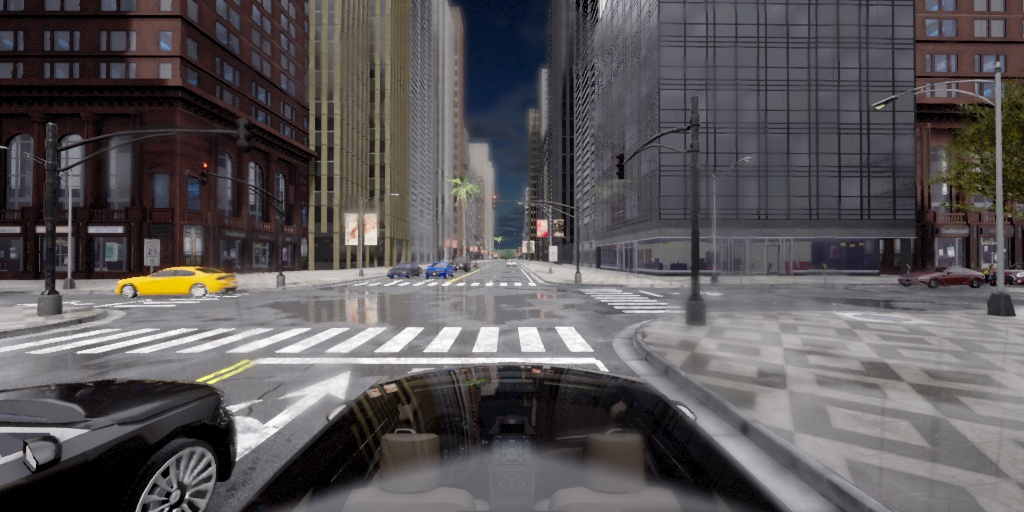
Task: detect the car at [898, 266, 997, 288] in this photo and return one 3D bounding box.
[{"bbox_3d":[26.426,1.276,22.052,4.207,1.307,1.802,0,0,-1],"label":"car"}]

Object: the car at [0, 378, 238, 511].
[{"bbox_3d":[-3.138,1.241,0.952,2.128,1.511,4.902,0,0,-1],"label":"car"}]

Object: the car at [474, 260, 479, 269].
[{"bbox_3d":[-6.680,1.437,59.647,1.812,1.442,4.674,0,0,0],"label":"car"}]

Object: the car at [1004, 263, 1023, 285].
[{"bbox_3d":[32.064,1.118,22.151,4.097,1.591,1.967,0,0,-1],"label":"car"}]

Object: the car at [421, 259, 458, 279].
[{"bbox_3d":[-6.658,1.292,33.591,1.882,1.535,5.008,0,0,2],"label":"car"}]

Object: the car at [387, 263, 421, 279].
[{"bbox_3d":[-9.877,1.360,33.558,2.033,1.411,5.357,0,0,3],"label":"car"}]

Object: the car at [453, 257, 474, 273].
[{"bbox_3d":[-6.685,1.080,46.588,2.150,2.045,5.566,0,0,0],"label":"car"}]

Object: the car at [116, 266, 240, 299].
[{"bbox_3d":[-17.010,1.308,18.400,5.008,1.535,1.882,0,1,-8],"label":"car"}]
